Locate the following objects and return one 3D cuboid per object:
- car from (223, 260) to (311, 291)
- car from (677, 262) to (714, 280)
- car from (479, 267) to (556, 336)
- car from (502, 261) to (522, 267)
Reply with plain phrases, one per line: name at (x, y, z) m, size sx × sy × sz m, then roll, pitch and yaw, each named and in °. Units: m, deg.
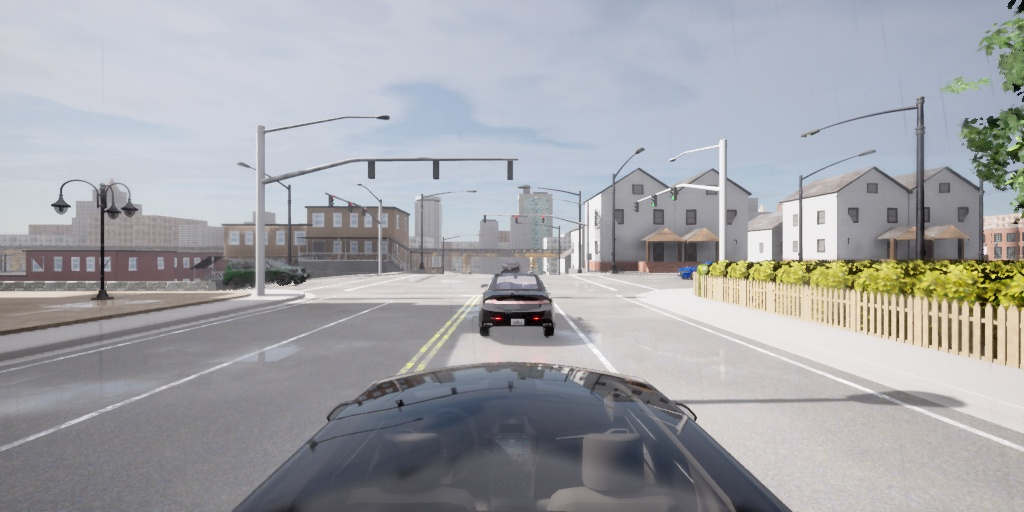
car at (-17.913, 1.286, 26.258) m, size 5.566 × 2.045 × 2.150 m, roll -5°, pitch 0°, yaw 0°
car at (16.655, 1.228, 30.377) m, size 5.008 × 1.535 × 1.882 m, roll 0°, pitch 0°, yaw -1°
car at (0.114, 1.242, 10.332) m, size 2.128 × 1.511 × 4.902 m, roll 0°, pitch 0°, yaw 0°
car at (0.021, 1.352, 38.959) m, size 2.128 × 1.511 × 4.902 m, roll 0°, pitch -6°, yaw 5°
